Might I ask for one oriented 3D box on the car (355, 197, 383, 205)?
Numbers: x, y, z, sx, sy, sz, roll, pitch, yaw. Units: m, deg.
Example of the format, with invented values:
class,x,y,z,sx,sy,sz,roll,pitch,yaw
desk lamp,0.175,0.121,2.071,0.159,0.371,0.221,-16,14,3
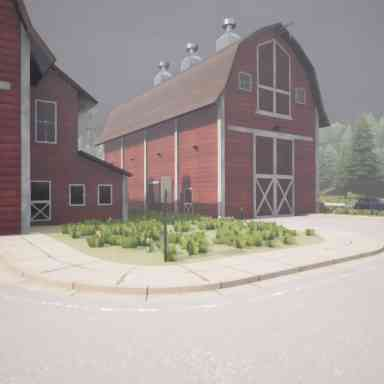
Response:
class,x,y,z,sx,sy,sz,roll,pitch,yaw
car,20.137,1.388,36.086,2.097,1.767,4.553,0,0,-34
